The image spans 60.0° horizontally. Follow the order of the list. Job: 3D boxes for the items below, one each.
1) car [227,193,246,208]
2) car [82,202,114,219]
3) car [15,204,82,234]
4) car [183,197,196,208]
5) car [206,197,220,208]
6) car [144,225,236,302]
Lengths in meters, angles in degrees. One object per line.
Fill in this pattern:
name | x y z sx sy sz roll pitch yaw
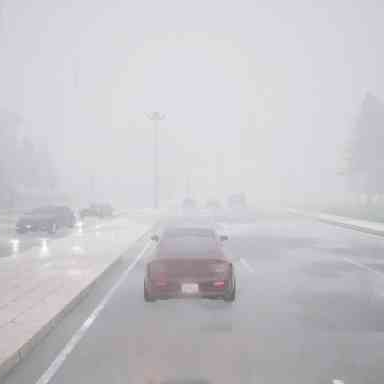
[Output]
car | 6.558 1.221 49.221 2.150 2.045 5.566 0 0 -1
car | -8.284 1.601 29.124 1.895 1.301 4.718 0 0 0
car | -8.246 1.505 19.180 1.837 1.490 4.892 0 0 0
car | -0.442 1.505 49.194 1.837 1.490 4.892 0 0 -1
car | 3.058 1.526 49.235 1.812 1.442 4.674 0 0 -1
car | -0.057 1.526 8.148 1.812 1.442 4.674 0 0 -1
